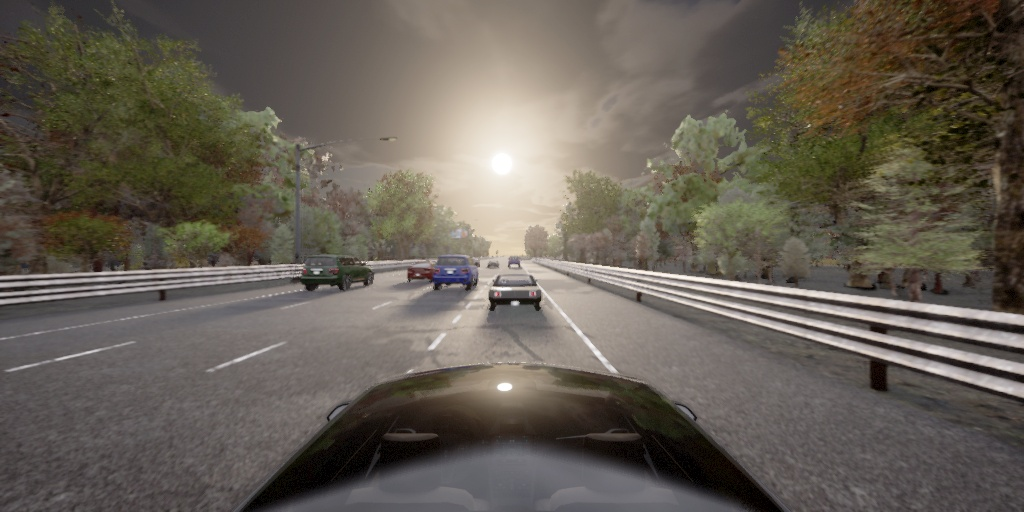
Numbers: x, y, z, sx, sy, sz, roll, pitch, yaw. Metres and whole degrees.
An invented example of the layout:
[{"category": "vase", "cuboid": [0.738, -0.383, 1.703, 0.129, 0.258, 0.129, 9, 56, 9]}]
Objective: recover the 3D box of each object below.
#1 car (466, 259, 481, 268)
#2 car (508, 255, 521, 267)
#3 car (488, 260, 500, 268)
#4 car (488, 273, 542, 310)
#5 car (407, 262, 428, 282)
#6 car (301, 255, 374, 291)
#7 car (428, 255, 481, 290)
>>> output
[{"category": "car", "cuboid": [-6.611, 1.286, 62.070, 1.994, 1.385, 4.181, 0, 0, 0]}, {"category": "car", "cuboid": [0.408, 0.940, 64.630, 2.150, 2.045, 5.566, 0, 0, 0]}, {"category": "car", "cuboid": [-3.114, 1.324, 61.561, 1.895, 1.301, 4.718, 0, 0, 0]}, {"category": "car", "cuboid": [0.116, 1.343, 14.573, 1.895, 1.301, 4.718, 0, 0, 0]}, {"category": "car", "cuboid": [-6.833, 1.213, 28.473, 1.882, 1.535, 5.008, 0, 0, 0]}, {"category": "car", "cuboid": [-10.364, 0.961, 21.708, 2.150, 2.045, 5.566, 0, 0, 0]}, {"category": "car", "cuboid": [-3.362, 0.961, 22.238, 2.150, 2.045, 5.566, 0, 0, 0]}]
